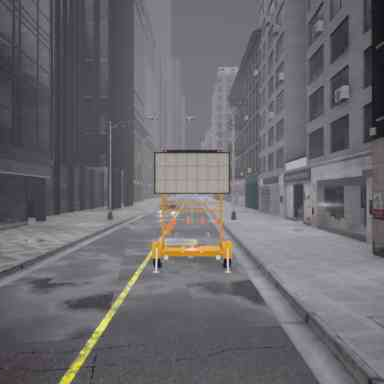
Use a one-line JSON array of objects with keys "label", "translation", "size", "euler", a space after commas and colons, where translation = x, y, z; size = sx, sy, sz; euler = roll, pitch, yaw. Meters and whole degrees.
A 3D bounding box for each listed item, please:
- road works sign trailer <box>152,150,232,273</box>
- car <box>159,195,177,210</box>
[{"label": "road works sign trailer", "translation": [0.005, 0.464, 10.635], "size": [2.380, 3.560, 2.880], "euler": [0, 0, 0]}, {"label": "car", "translation": [-3.065, 1.517, 42.743], "size": [1.812, 1.442, 4.674], "euler": [0, 0, 0]}]
